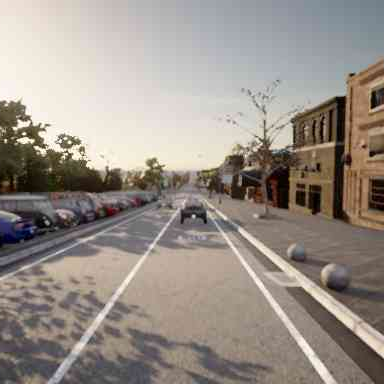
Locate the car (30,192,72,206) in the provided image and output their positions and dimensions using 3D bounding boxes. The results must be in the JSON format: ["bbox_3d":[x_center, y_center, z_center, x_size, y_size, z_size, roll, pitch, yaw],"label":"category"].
[{"bbox_3d":[-21.968,1.043,51.970,5.566,2.045,2.435,0,0,0],"label":"car"}]

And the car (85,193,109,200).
[{"bbox_3d":[-22.020,1.057,76.957,4.892,1.521,2.231,0,1,0],"label":"car"}]

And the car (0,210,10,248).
[{"bbox_3d":[-8.859,1.465,10.549,4.792,1.488,2.163,0,0,0],"label":"car"}]

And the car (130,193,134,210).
[{"bbox_3d":[-8.937,1.226,35.778,4.553,1.767,2.185,0,0,0],"label":"car"}]

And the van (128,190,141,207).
[{"bbox_3d":[-9.026,1.107,41.384,4.442,1.987,1.878,0,0,0],"label":"van"}]

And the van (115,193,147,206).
[{"bbox_3d":[-9.032,1.078,49.792,4.442,1.987,1.878,0,0,0],"label":"van"}]

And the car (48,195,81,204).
[{"bbox_3d":[-21.971,1.291,57.530,4.792,1.488,2.163,0,0,0],"label":"car"}]

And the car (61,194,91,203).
[{"bbox_3d":[-21.999,1.209,63.078,5.008,1.535,2.097,0,1,0],"label":"car"}]

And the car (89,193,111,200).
[{"bbox_3d":[-22.045,1.055,79.732,4.792,1.488,2.163,0,1,0],"label":"car"}]

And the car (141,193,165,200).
[{"bbox_3d":[-8.748,1.072,75.033,5.366,1.575,1.946,0,1,0],"label":"car"}]

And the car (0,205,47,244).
[{"bbox_3d":[-8.884,1.426,13.352,5.008,1.535,2.097,0,0,0],"label":"car"}]

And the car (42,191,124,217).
[{"bbox_3d":[-8.871,1.128,27.368,5.566,2.045,2.435,0,0,0],"label":"car"}]

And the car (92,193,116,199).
[{"bbox_3d":[-21.832,0.991,82.507,5.366,1.575,1.946,0,1,0],"label":"car"}]

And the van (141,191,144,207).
[{"bbox_3d":[-9.028,1.097,44.187,4.442,1.987,1.878,0,0,0],"label":"van"}]

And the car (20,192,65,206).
[{"bbox_3d":[-22.023,1.057,49.193,5.566,2.045,2.435,0,0,0],"label":"car"}]

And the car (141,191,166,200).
[{"bbox_3d":[-8.907,0.793,77.833,5.566,2.045,2.435,0,1,0],"label":"car"}]

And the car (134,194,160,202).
[{"bbox_3d":[-8.922,1.169,66.623,5.008,1.535,2.097,0,1,0],"label":"car"}]

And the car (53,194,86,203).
[{"bbox_3d":[-22.187,1.232,60.301,5.366,1.575,1.946,0,1,0],"label":"car"}]

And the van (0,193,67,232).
[{"bbox_3d":[-8.775,1.191,16.155,4.442,1.987,1.878,0,0,0],"label":"van"}]

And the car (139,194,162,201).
[{"bbox_3d":[-8.934,1.147,72.230,4.674,1.452,2.002,0,1,0],"label":"car"}]

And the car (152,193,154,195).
[{"bbox_3d":[-8.924,1.290,52.601,4.892,1.521,2.231,0,0,0],"label":"car"}]

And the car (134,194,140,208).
[{"bbox_3d":[-8.901,1.343,38.581,4.892,1.521,2.231,0,0,0],"label":"car"}]

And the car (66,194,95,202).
[{"bbox_3d":[-22.000,1.181,65.856,4.892,1.521,2.231,0,1,0],"label":"car"}]

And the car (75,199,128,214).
[{"bbox_3d":[-8.901,1.401,32.975,4.674,1.452,2.002,0,0,0],"label":"car"}]

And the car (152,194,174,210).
[{"bbox_3d":[-3.314,1.335,41.260,2.128,1.511,4.902,0,0,0],"label":"car"}]

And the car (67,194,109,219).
[{"bbox_3d":[-8.866,1.263,24.565,4.553,1.767,2.185,0,0,0],"label":"car"}]

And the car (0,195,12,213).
[{"bbox_3d":[-22.016,1.229,35.314,4.553,1.767,2.185,0,0,0],"label":"car"}]

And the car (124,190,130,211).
[{"bbox_3d":[-8.873,1.118,30.171,5.566,2.045,2.435,0,0,0],"label":"car"}]

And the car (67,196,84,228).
[{"bbox_3d":[-8.925,1.282,18.958,4.553,1.767,2.185,0,0,0],"label":"car"}]

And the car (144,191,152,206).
[{"bbox_3d":[-8.885,1.063,46.991,5.566,2.045,2.435,0,0,0],"label":"car"}]

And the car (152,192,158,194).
[{"bbox_3d":[-8.950,1.282,58.212,4.792,1.488,2.163,0,1,0],"label":"car"}]

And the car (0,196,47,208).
[{"bbox_3d":[-22.177,1.324,43.643,5.366,1.575,1.946,0,0,0],"label":"car"}]

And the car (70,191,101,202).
[{"bbox_3d":[-21.979,0.898,68.627,5.566,2.045,2.435,0,1,0],"label":"car"}]

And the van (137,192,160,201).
[{"bbox_3d":[-9.046,0.912,69.424,4.442,1.987,1.878,0,1,0],"label":"van"}]

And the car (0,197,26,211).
[{"bbox_3d":[-21.958,1.375,38.092,4.792,1.488,2.163,0,0,0],"label":"car"}]

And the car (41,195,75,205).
[{"bbox_3d":[-22.027,1.308,54.746,4.792,1.488,2.163,0,0,0],"label":"car"}]

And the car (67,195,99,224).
[{"bbox_3d":[-8.864,1.272,21.761,4.553,1.767,2.185,0,0,0],"label":"car"}]

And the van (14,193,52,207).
[{"bbox_3d":[-22.109,1.092,46.417,4.442,1.987,1.878,0,0,0],"label":"van"}]

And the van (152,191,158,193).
[{"bbox_3d":[-9.040,1.000,61.012,4.442,1.987,1.878,0,1,0],"label":"van"}]

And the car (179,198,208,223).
[{"bbox_3d":[0.116,1.413,24.890,1.837,1.490,4.892,0,0,0],"label":"car"}]
